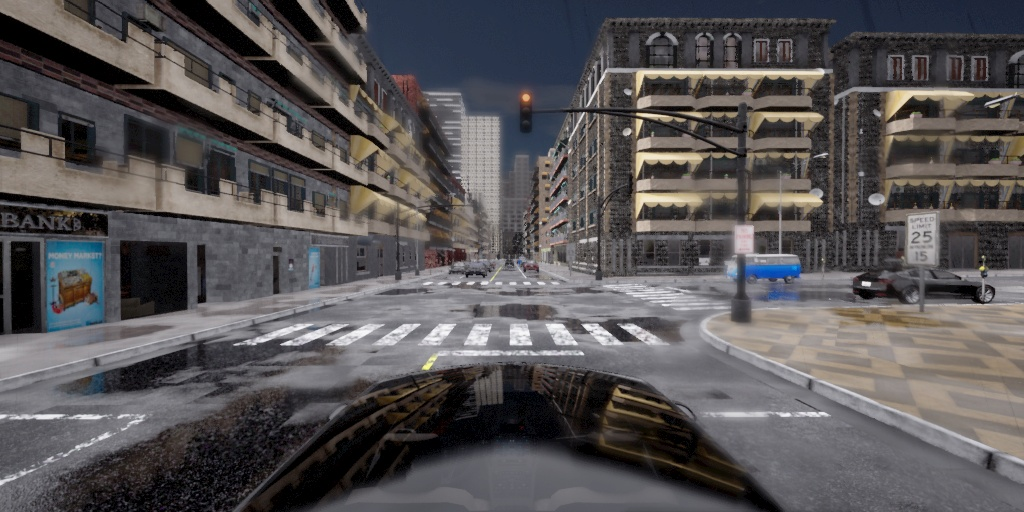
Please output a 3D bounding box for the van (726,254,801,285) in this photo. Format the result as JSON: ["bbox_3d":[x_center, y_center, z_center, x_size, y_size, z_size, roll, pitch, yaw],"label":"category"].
[{"bbox_3d":[15.507,0.782,22.198,3.998,1.789,1.690,0,0,-1],"label":"van"}]

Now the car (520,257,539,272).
[{"bbox_3d":[2.367,1.198,45.507,1.967,1.591,4.097,0,0,0],"label":"car"}]

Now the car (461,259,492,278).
[{"bbox_3d":[-3.337,1.300,34.522,2.033,1.411,5.357,0,0,0],"label":"car"}]

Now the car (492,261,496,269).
[{"bbox_3d":[-3.413,1.305,44.606,2.033,1.411,5.357,0,0,0],"label":"car"}]

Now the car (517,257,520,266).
[{"bbox_3d":[2.245,1.320,62.090,2.007,1.370,4.403,0,0,0],"label":"car"}]

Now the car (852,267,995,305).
[{"bbox_3d":[15.687,1.077,13.820,4.313,1.339,1.948,0,0,-1],"label":"car"}]

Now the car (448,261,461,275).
[{"bbox_3d":[-5.971,1.306,39.923,2.007,1.370,4.403,0,0,0],"label":"car"}]
